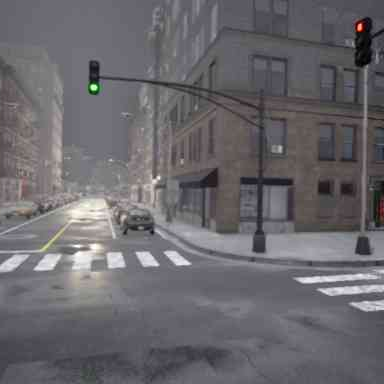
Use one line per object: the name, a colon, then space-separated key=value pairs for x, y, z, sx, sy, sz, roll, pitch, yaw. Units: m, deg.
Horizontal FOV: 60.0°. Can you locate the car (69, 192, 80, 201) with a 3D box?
car: x=-28.193 y=1.053 z=80.112 sx=2.192 sy=1.841 sz=5.009 roll=1 pitch=0 yaw=-15

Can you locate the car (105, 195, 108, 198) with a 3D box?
car: x=-11.790 y=1.517 z=50.494 sx=2.008 sy=1.369 sz=4.403 roll=1 pitch=0 yaw=-15

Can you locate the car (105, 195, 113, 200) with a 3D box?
car: x=-21.898 y=1.463 z=87.513 sx=2.008 sy=1.369 sz=4.403 roll=1 pitch=0 yaw=-15

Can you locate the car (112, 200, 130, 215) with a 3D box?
car: x=-4.570 y=1.553 z=24.052 sx=1.887 sy=1.381 sz=4.507 roll=1 pitch=0 yaw=-15

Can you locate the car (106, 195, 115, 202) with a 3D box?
car: x=-17.566 y=1.480 z=71.648 sx=1.887 sy=1.381 sz=4.507 roll=1 pitch=0 yaw=-15

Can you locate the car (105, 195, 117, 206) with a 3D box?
car: x=-10.346 y=1.526 z=45.206 sx=2.008 sy=1.369 sz=4.403 roll=1 pitch=0 yaw=-15

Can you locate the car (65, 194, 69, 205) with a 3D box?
car: x=-19.545 y=1.335 z=48.377 sx=2.008 sy=1.369 sz=4.403 roll=1 pitch=0 yaw=-15

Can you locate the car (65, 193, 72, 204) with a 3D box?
car: x=-20.988 y=1.342 z=53.666 sx=1.947 sy=1.339 sz=4.313 roll=1 pitch=0 yaw=-15

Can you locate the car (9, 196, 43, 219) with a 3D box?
car: x=-13.732 y=1.343 z=27.057 sx=1.752 sy=1.417 sz=4.829 roll=1 pitch=0 yaw=-15

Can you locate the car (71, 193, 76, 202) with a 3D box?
car: x=-22.424 y=1.083 z=58.956 sx=2.192 sy=1.841 sz=5.009 roll=1 pitch=0 yaw=-15

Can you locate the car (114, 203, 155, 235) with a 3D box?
car: x=-3.126 y=1.567 z=18.764 sx=2.008 sy=1.369 sz=4.403 roll=1 pitch=0 yaw=-15

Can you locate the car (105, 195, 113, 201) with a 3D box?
car: x=-20.455 y=1.502 z=82.224 sx=1.802 sy=1.307 sz=4.206 roll=1 pitch=0 yaw=-15

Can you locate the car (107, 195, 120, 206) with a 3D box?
car: x=-13.231 y=1.399 z=55.783 sx=1.967 sy=1.590 sz=4.097 roll=1 pitch=0 yaw=-15

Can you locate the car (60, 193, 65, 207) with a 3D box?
car: x=-18.101 y=1.233 z=43.088 sx=1.967 sy=1.590 sz=4.097 roll=1 pitch=0 yaw=-15

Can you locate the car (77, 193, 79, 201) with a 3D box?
car: x=-25.315 y=1.335 z=69.532 sx=1.802 sy=1.307 sz=4.206 roll=1 pitch=0 yaw=-15

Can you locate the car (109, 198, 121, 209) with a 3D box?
car: x=-6.014 y=1.550 z=29.341 sx=2.008 sy=1.369 sz=4.403 roll=1 pitch=0 yaw=-15

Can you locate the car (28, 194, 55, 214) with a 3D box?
car: x=-15.214 y=1.124 z=32.511 sx=2.192 sy=1.841 sz=5.009 roll=1 pitch=0 yaw=-15

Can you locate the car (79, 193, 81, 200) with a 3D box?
car: x=-26.750 y=1.060 z=74.822 sx=2.192 sy=1.841 sz=5.009 roll=1 pitch=0 yaw=-15

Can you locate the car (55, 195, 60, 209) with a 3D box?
car: x=-16.659 y=1.241 z=37.799 sx=1.967 sy=1.590 sz=4.097 roll=1 pitch=0 yaw=-15

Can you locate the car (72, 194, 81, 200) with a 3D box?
car: x=-29.640 y=1.275 z=85.400 sx=1.887 sy=1.381 sz=4.507 roll=1 pitch=0 yaw=-15

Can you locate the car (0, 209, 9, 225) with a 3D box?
car: x=-10.848 y=1.359 z=16.479 sx=1.752 sy=1.417 sz=4.829 roll=1 pitch=0 yaw=-15
